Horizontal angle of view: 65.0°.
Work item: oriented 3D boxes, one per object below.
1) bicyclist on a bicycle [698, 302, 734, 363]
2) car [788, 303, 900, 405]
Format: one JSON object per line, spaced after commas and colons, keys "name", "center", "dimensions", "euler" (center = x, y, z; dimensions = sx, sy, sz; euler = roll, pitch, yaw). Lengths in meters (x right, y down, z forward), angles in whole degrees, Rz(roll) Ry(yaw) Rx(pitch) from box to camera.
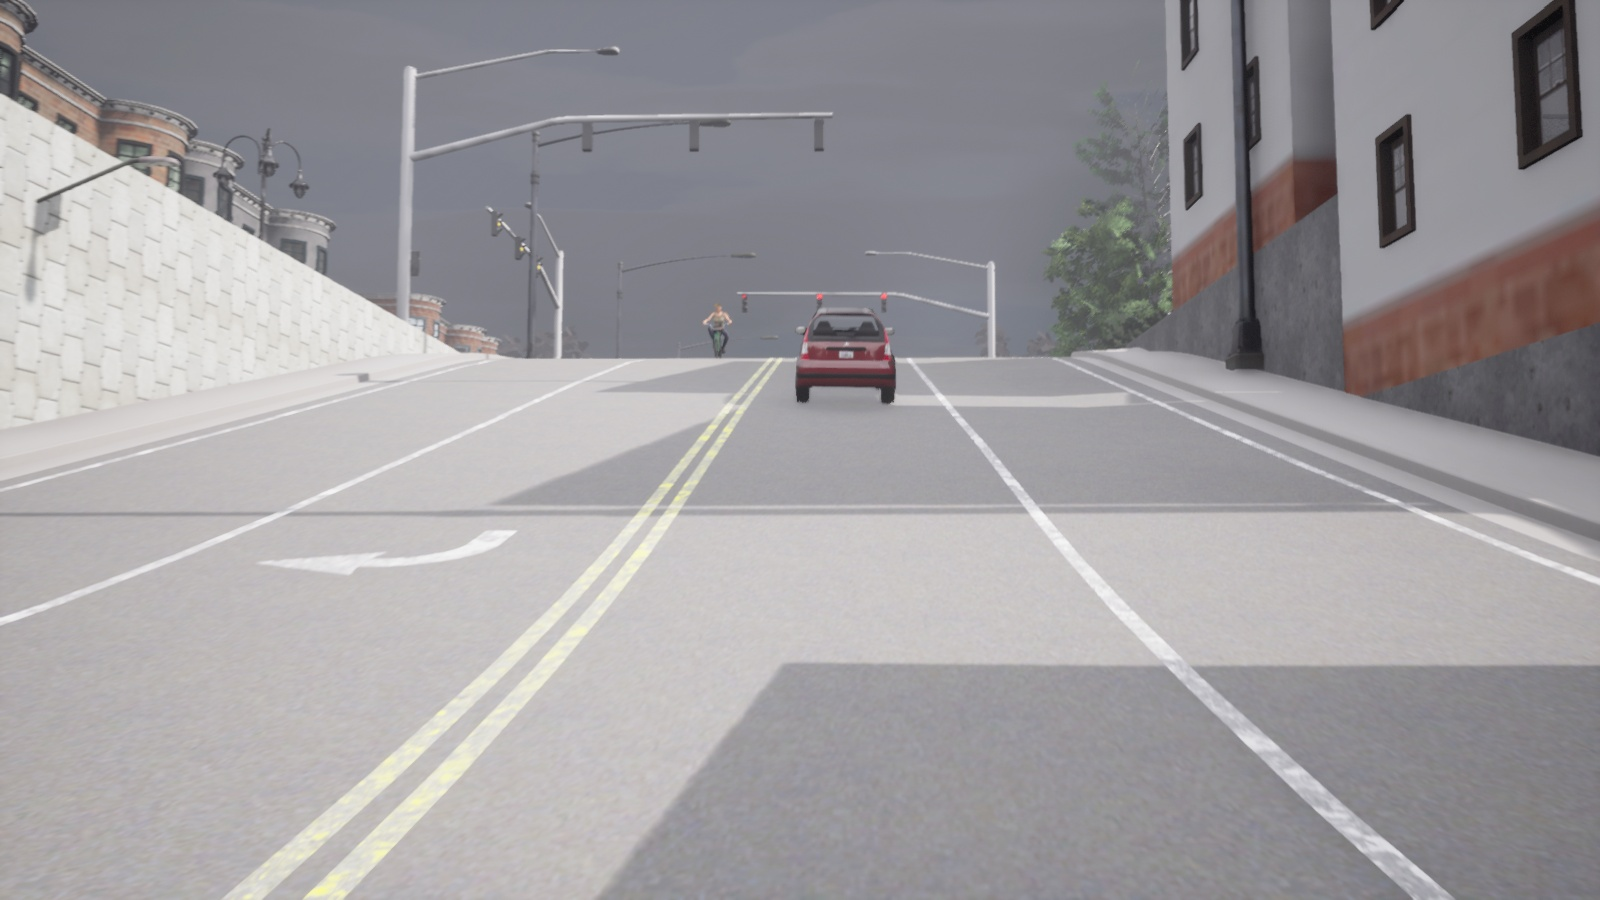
{"name": "bicyclist on a bicycle", "center": [-2.348, -3.291, 35.246], "dimensions": [0.866, 1.612, 1.509], "euler": [0, 2, 2]}
{"name": "car", "center": [0.781, -1.835, 23.008], "dimensions": [1.851, 1.617, 3.988], "euler": [1, 8, 1]}
